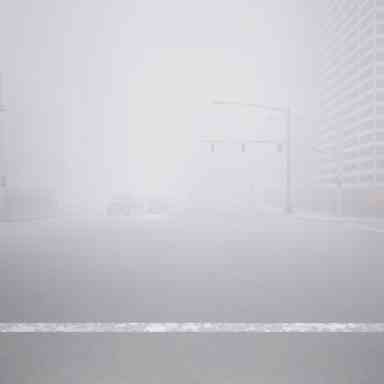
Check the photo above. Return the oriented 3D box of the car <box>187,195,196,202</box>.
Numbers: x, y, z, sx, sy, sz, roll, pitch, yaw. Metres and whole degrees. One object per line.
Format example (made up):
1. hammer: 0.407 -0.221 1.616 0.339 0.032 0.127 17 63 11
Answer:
1. car: -0.160 1.382 74.481 1.994 1.385 4.181 0 0 0

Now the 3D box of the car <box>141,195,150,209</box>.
1. car: -7.197 1.547 44.842 2.033 1.411 5.357 0 0 0

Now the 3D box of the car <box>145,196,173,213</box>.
1. car: -3.681 1.492 37.513 2.128 1.511 4.902 0 0 0

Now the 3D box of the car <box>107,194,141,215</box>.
1. car: -7.157 1.221 34.590 2.150 2.045 5.566 0 0 2

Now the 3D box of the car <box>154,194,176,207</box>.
1. car: -3.696 1.352 46.730 2.097 1.767 4.553 0 0 0

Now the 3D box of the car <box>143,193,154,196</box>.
1. car: -7.207 1.221 55.366 2.150 2.045 5.566 0 0 0

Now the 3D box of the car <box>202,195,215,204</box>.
1. car: 3.457 1.526 64.730 1.812 1.442 4.674 0 0 0

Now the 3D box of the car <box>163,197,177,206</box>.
1. car: -3.709 1.564 56.543 1.994 1.385 4.181 0 0 0

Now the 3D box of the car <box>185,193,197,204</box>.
1. car: -0.137 1.221 63.810 2.150 2.045 5.566 0 0 0

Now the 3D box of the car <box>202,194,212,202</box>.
1. car: 3.343 1.355 74.633 2.097 1.767 4.553 0 0 0
